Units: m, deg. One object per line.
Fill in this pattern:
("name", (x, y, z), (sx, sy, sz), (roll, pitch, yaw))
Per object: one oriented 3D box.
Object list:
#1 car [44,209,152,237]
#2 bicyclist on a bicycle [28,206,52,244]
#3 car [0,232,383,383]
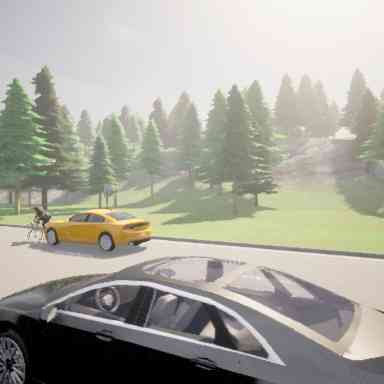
("car", (-4.024, 1.477, 13.949), (5.008, 1.535, 1.882), (0, 0, 29))
("bicyclist on a bicycle", (-6.714, 1.415, 14.922), (0.582, 1.620, 1.656), (-6, 5, 28))
("car", (-0.265, 1.491, 3.617), (4.902, 1.511, 2.128), (0, 0, 31))
